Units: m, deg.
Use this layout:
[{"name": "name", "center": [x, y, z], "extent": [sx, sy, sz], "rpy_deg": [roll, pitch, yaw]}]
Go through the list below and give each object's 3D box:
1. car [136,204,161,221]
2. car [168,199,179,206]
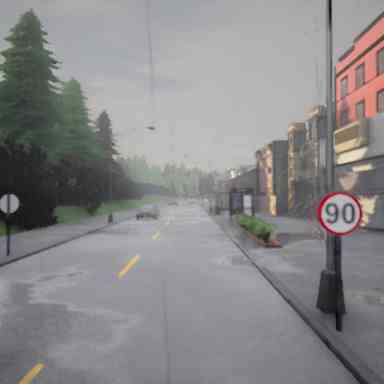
[{"name": "car", "center": [-4.103, 1.901, 31.705], "extent": [1.812, 1.442, 4.674], "rpy_deg": [0, -1, 0]}, {"name": "car", "center": [-4.010, 2.325, 72.928], "extent": [1.837, 1.490, 4.892], "rpy_deg": [0, -1, 0]}]
